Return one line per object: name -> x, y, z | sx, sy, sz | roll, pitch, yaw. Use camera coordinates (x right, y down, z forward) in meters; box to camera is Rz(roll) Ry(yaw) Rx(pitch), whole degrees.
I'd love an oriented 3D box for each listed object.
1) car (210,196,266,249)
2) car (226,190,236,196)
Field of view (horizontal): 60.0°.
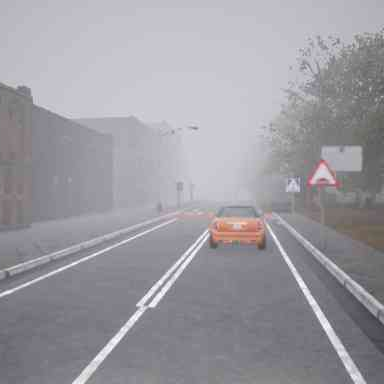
car -> 1.987, 1.256, 14.203 | 2.097, 1.767, 4.553 | 0, 1, 9
car -> 9.083, 0.548, 76.970 | 2.150, 2.045, 5.566 | 0, 0, 10
